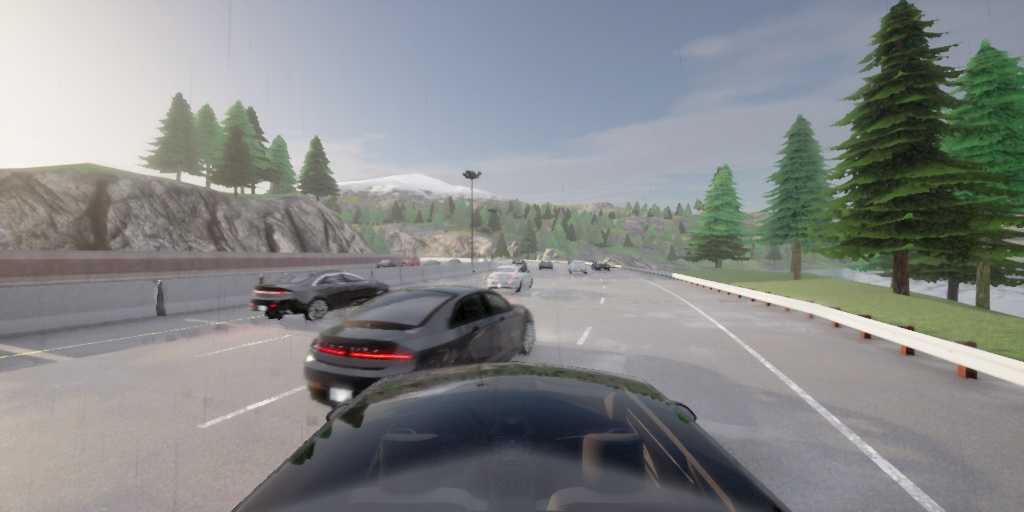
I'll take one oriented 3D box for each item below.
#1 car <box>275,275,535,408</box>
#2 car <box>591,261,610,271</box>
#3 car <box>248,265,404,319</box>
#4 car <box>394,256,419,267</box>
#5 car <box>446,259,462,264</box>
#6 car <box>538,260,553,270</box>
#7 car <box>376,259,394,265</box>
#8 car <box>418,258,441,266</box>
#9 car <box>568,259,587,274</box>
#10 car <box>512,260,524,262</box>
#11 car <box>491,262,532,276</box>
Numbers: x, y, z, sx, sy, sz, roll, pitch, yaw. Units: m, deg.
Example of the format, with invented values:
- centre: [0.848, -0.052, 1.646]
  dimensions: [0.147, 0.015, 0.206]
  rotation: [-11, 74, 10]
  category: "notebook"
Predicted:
- centre: [-1.006, 1.252, 6.113]
  dimensions: [1.837, 1.490, 4.892]
  rotation: [0, 0, 20]
  category: "car"
- centre: [11.706, 1.340, 47.754]
  dimensions: [1.895, 1.301, 4.718]
  rotation: [0, 0, 4]
  category: "car"
- centre: [-6.229, 1.239, 12.357]
  dimensions: [2.128, 1.511, 4.902]
  rotation: [0, 0, 19]
  category: "car"
- centre: [-15.900, 1.036, 55.785]
  dimensions: [2.150, 2.045, 5.566]
  rotation: [0, 0, 2]
  category: "car"
- centre: [-8.922, 1.253, 55.287]
  dimensions: [1.837, 1.490, 4.892]
  rotation: [0, 0, 3]
  category: "car"
- centre: [4.993, 1.300, 53.164]
  dimensions: [1.994, 1.385, 4.181]
  rotation: [0, 0, 3]
  category: "car"
- centre: [-19.417, 1.263, 55.645]
  dimensions: [1.812, 1.442, 4.674]
  rotation: [0, 0, 3]
  category: "car"
- centre: [-12.409, 1.283, 55.562]
  dimensions: [2.033, 1.411, 5.357]
  rotation: [0, 0, 2]
  category: "car"
- centre: [7.552, 1.267, 41.562]
  dimensions: [1.812, 1.442, 4.674]
  rotation: [0, 0, 7]
  category: "car"
- centre: [0.817, 1.230, 44.276]
  dimensions: [2.128, 1.511, 4.902]
  rotation: [0, 0, 6]
  category: "car"
- centre: [-0.040, 1.271, 20.656]
  dimensions: [1.812, 1.442, 4.674]
  rotation: [0, 0, 15]
  category: "car"
